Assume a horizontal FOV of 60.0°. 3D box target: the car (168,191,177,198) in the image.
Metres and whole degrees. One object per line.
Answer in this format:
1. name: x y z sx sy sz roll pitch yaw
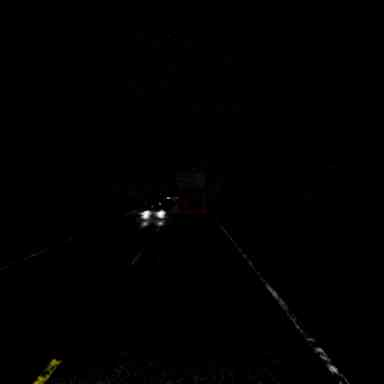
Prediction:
1. car: -4.460 0.535 75.320 2.033 1.411 5.357 0 1 -1

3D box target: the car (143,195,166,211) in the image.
1. car: -3.793 1.078 34.115 1.812 1.442 4.674 0 0 0

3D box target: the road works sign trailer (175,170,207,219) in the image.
1. road works sign trailer: -0.094 0.130 25.254 2.380 3.560 2.880 0 1 -1
